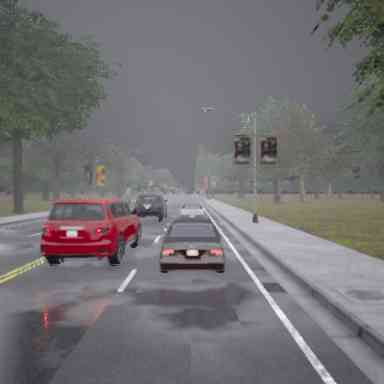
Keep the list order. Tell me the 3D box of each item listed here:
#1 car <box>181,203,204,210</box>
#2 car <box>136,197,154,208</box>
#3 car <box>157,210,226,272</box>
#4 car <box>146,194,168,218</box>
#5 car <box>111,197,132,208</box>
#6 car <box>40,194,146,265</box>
[{"bbox_3d":[0.027,1.566,27.191,1.895,1.301,4.718,0,0,0],"label":"car"},{"bbox_3d":[-6.602,1.474,46.902,1.812,1.442,4.674,0,0,0],"label":"car"},{"bbox_3d":[0.019,1.531,10.657,2.033,1.411,5.357,0,0,0],"label":"car"},{"bbox_3d":[-3.224,1.189,26.713,2.150,2.045,5.566,0,0,0],"label":"car"},{"bbox_3d":[-9.852,1.453,46.856,1.837,1.490,4.892,0,0,0],"label":"car"},{"bbox_3d":[-3.223,1.205,11.679,2.150,2.045,5.566,0,0,0],"label":"car"}]
